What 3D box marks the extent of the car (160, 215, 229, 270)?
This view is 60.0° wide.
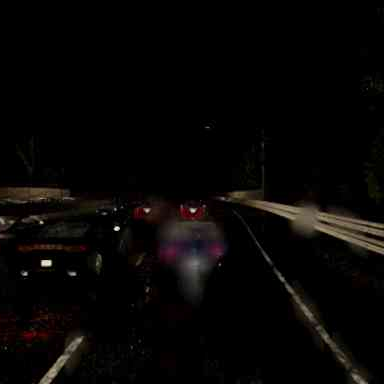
[{"bbox_3d":[0.082,1.658,11.173,1.895,1.301,4.718,0,0,0],"label":"car"}]

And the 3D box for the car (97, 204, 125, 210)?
[{"bbox_3d":[-6.914,1.714,28.379,1.994,1.385,4.181,0,0,0],"label":"car"}]

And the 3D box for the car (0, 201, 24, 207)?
[{"bbox_3d":[-24.578,1.853,45.428,1.895,1.301,4.718,0,0,0],"label":"car"}]

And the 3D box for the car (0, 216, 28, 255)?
[{"bbox_3d":[-6.914,1.631,13.031,1.994,1.385,4.181,0,0,0],"label":"car"}]

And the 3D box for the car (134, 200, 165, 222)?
[{"bbox_3d":[-3.417,1.498,27.553,2.097,1.767,4.553,0,0,0],"label":"car"}]

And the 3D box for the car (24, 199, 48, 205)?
[{"bbox_3d":[-21.073,1.755,46.908,2.128,1.511,4.902,0,-1,0],"label":"car"}]

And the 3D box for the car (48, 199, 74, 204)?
[{"bbox_3d":[-17.578,1.806,46.360,2.033,1.411,5.357,0,0,0],"label":"car"}]

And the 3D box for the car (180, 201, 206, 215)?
[{"bbox_3d":[0.084,1.498,27.580,2.097,1.767,4.553,0,0,0],"label":"car"}]

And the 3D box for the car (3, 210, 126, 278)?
[{"bbox_3d":[-3.424,1.531,10.325,1.882,1.535,5.008,0,0,0],"label":"car"}]
